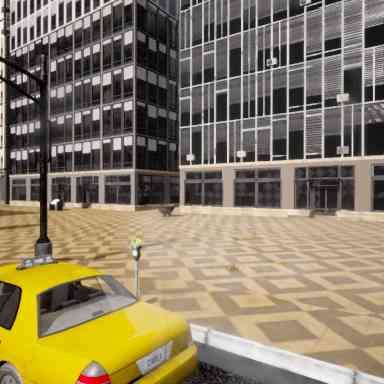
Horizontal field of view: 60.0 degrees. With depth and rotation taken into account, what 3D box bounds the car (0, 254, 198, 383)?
[{"bbox_3d":[-2.218,1.525,4.472,4.829,1.417,1.752,0,0,36],"label":"car"}]
